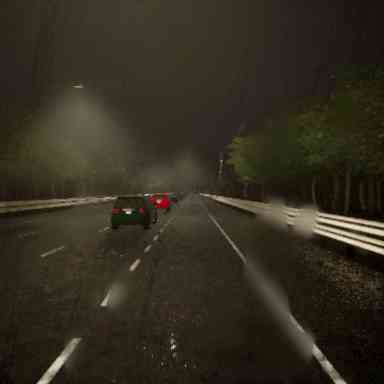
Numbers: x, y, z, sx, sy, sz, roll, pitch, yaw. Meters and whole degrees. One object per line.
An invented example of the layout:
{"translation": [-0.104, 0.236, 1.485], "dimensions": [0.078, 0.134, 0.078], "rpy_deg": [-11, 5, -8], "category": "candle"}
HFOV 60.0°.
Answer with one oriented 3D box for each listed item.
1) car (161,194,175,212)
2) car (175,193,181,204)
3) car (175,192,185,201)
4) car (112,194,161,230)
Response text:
{"translation": [-3.513, 1.197, 38.173], "dimensions": [2.150, 2.045, 5.566], "rpy_deg": [0, 0, 0], "category": "car"}
{"translation": [-3.520, 1.461, 64.104], "dimensions": [1.812, 1.442, 4.674], "rpy_deg": [0, 0, 0], "category": "car"}
{"translation": [-3.526, 1.137, 85.824], "dimensions": [2.150, 2.045, 5.566], "rpy_deg": [0, 0, 0], "category": "car"}
{"translation": [-3.505, 1.218, 21.019], "dimensions": [2.150, 2.045, 5.566], "rpy_deg": [0, 0, 0], "category": "car"}
